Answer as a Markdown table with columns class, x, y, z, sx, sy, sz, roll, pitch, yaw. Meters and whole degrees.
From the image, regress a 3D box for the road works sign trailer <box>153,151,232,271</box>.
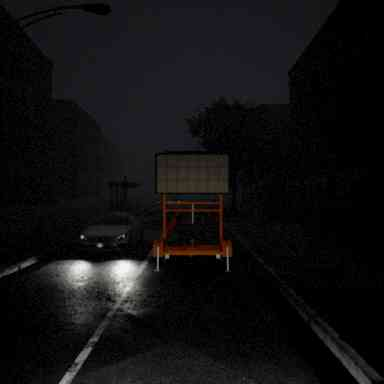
| class | x | y | z | sx | sy | sz | roll | pitch | yaw |
| --- | --- | --- | --- | --- | --- | --- | --- | --- | --- |
| road works sign trailer | 0.024 | 0.470 | 10.858 | 2.380 | 3.560 | 2.880 | 0 | 0 | 0 |

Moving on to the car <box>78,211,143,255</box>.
| class | x | y | z | sx | sy | sz | roll | pitch | yaw |
| --- | --- | --- | --- | --- | --- | --- | --- | --- | --- |
| car | -3.112 | 1.533 | 13.561 | 1.812 | 1.442 | 4.674 | 0 | 0 | 0 |

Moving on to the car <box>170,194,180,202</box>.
| class | x | y | z | sx | sy | sz | roll | pitch | yaw |
| --- | --- | --- | --- | --- | --- | --- | --- | --- | --- |
| car | -3.250 | 1.049 | 64.748 | 1.882 | 1.535 | 5.008 | 0 | 1 | 0 |
